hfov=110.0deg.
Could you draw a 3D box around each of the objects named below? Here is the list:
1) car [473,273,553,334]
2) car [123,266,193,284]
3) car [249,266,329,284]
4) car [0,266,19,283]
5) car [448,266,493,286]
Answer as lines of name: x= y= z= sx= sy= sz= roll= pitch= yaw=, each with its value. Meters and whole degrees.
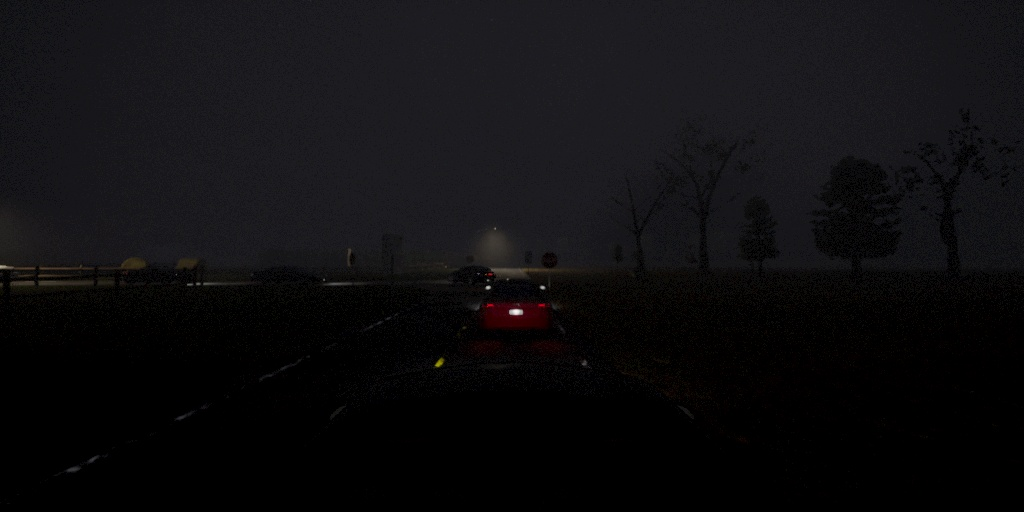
car: x=0.106 y=1.391 z=10.978 sx=1.994 sy=1.385 sz=4.181 roll=0 pitch=0 yaw=0
car: x=-27.352 y=1.479 z=27.925 sx=4.181 sy=1.385 sz=1.994 roll=0 pitch=-1 yaw=-2
car: x=-17.461 y=1.477 z=28.204 sx=5.357 sy=1.411 sz=2.033 roll=0 pitch=-1 yaw=-1
car: x=-41.493 y=1.110 z=27.239 sx=5.566 sy=2.045 sz=2.150 roll=0 pitch=-1 yaw=-4
car: x=-3.123 y=1.465 z=27.312 sx=1.837 sy=1.490 sz=4.892 roll=3 pitch=-2 yaw=-36
